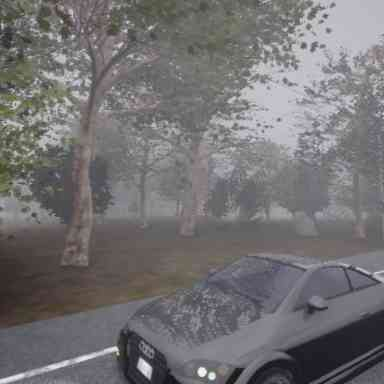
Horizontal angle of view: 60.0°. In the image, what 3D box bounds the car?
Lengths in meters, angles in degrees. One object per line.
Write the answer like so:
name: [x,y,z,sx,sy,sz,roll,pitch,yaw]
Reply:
car: [1.159,1.569,4.466,4.181,1.385,1.994,0,0,-35]
